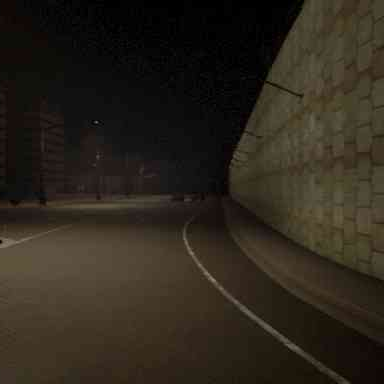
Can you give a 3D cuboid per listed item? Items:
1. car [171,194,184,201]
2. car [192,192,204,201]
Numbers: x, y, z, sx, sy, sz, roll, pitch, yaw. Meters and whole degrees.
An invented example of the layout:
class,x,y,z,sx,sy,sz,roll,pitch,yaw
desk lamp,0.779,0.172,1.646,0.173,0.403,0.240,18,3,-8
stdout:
class,x,y,z,sx,sy,sz,roll,pitch,yaw
car,-2.457,0.973,58.421,1.895,1.301,4.718,0,1,5
car,1.093,0.715,58.871,2.097,1.767,4.553,0,1,4
